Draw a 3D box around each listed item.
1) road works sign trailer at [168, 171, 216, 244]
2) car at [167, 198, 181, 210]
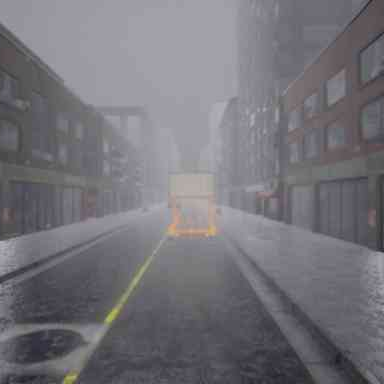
[{"bbox_3d":[0.002,0.693,17.214,2.380,3.560,2.880,0,-1,0],"label":"road works sign trailer"},{"bbox_3d":[-3.040,1.977,57.834,2.150,2.045,5.566,0,-1,1],"label":"car"}]
